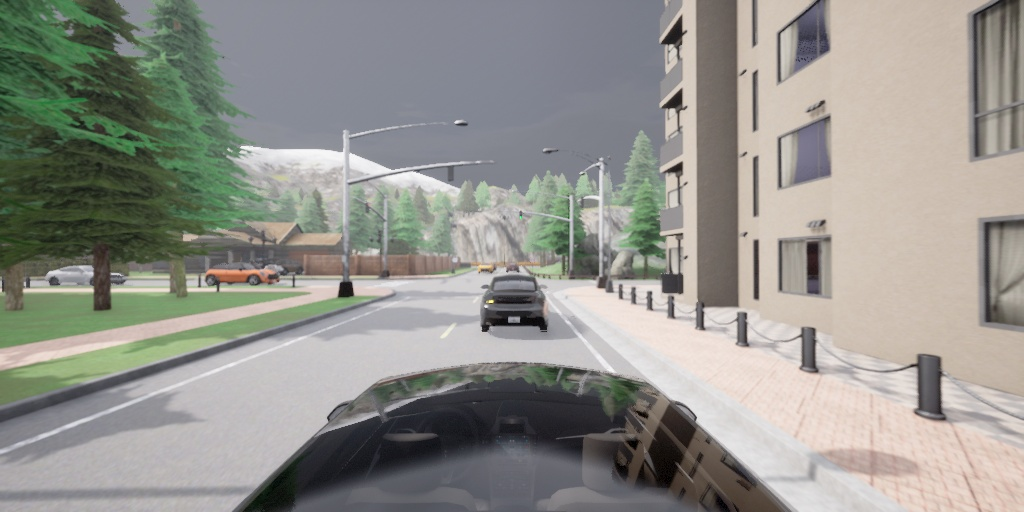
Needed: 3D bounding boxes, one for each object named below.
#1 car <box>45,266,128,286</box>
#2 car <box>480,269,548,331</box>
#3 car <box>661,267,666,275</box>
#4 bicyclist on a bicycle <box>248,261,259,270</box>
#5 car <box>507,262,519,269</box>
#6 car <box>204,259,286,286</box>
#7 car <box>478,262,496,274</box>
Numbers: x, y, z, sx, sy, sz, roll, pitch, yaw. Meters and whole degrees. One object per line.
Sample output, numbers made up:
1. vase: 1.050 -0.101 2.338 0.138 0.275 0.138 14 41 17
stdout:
1. car: -31.344 1.465 26.434 4.674 1.442 1.812 0 0 -1
2. car: 0.071 1.336 11.358 1.837 1.490 4.892 0 0 0
3. car: 16.024 1.229 31.281 5.566 2.045 2.150 0 0 -1
4. bicyclist on a bicycle: -24.550 1.282 34.078 0.582 1.620 1.656 0 -1 -1
5. car: 0.114 1.710 54.755 1.812 1.442 4.674 0 0 0
6. car: -19.940 1.293 26.683 4.553 1.767 2.097 0 0 -1
7. car: -3.569 1.619 49.443 1.882 1.535 5.008 0 0 0
